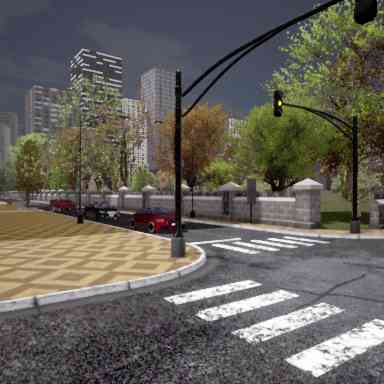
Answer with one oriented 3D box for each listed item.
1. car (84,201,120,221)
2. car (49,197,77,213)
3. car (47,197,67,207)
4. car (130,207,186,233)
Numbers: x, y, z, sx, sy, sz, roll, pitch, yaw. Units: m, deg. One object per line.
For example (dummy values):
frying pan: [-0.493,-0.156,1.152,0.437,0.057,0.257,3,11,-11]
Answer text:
car: [-7.683,1.562,28.160,2.128,1.511,4.902,0,0,-34]
car: [-14.817,1.585,38.694,1.882,1.535,5.008,0,0,-34]
car: [-22.792,1.665,56.099,2.128,1.511,4.902,0,0,-34]
car: [-2.138,1.606,19.990,1.994,1.385,4.181,0,0,-34]
